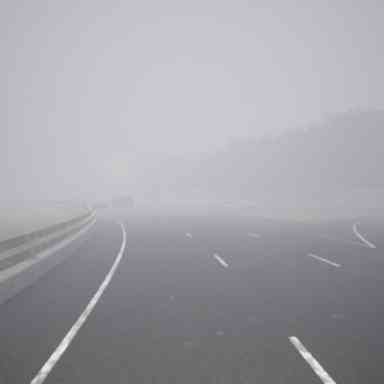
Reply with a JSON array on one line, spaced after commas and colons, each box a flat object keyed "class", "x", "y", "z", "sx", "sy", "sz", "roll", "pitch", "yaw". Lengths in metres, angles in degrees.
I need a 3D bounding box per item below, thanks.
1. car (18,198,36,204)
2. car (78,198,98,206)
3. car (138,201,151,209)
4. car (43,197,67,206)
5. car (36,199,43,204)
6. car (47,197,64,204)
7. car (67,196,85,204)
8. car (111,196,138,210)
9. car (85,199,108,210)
[{"class": "car", "x": -40.350, "y": 2.306, "z": 79.842, "sx": 4.892, "sy": 1.490, "sz": 1.837, "roll": -1, "pitch": -1, "yaw": 35}, {"class": "car", "x": -23.100, "y": 2.177, "z": 73.788, "sx": 5.008, "sy": 1.535, "sz": 1.882, "roll": -1, "pitch": -1, "yaw": 44}, {"class": "car", "x": -8.609, "y": 2.092, "z": 54.682, "sx": 1.895, "sy": 1.301, "sz": 4.718, "roll": 0, "pitch": -1, "yaw": -32}, {"class": "car", "x": -28.644, "y": 2.158, "z": 69.442, "sx": 5.008, "sy": 1.535, "sz": 1.882, "roll": -1, "pitch": -1, "yaw": 44}, {"class": "car", "x": -37.438, "y": 2.367, "z": 82.027, "sx": 4.181, "sy": 1.385, "sz": 1.994, "roll": -1, "pitch": -1, "yaw": 38}, {"class": "car", "x": -34.630, "y": 2.181, "z": 84.347, "sx": 4.553, "sy": 1.767, "sz": 2.097, "roll": -1, "pitch": -1, "yaw": 40}, {"class": "car", "x": -25.973, "y": 1.916, "z": 71.704, "sx": 5.566, "sy": 2.045, "sz": 2.150, "roll": -1, "pitch": -1, "yaw": 44}, {"class": "car", "x": -10.821, "y": 1.697, "z": 51.629, "sx": 2.150, "sy": 2.045, "sz": 5.566, "roll": 0, "pitch": 0, "yaw": -31}, {"class": "car", "x": -14.555, "y": 2.080, "z": 51.040, "sx": 1.895, "sy": 1.301, "sz": 4.718, "roll": 0, "pitch": -1, "yaw": -31}]
